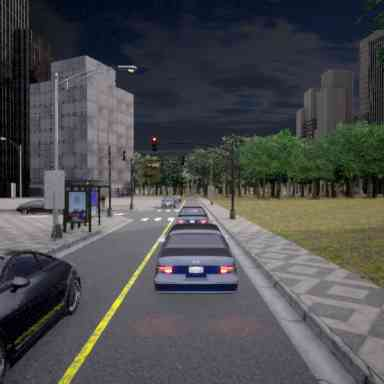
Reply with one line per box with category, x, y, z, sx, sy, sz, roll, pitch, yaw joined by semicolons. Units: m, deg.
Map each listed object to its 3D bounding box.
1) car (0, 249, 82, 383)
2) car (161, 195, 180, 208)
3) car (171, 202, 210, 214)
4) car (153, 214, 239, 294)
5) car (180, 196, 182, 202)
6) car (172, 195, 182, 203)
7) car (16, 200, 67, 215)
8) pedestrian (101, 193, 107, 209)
car;-3.107;1.563;4.732;1.994;1.385;4.181;0;0;0
car;-3.166;1.445;46.094;2.128;1.511;4.902;0;0;0
car;0.049;1.538;19.253;2.033;1.411;5.357;0;0;1
car;0.080;1.545;8.918;2.033;1.411;5.357;0;0;0
car;-3.173;1.440;57.835;1.837;1.490;4.892;0;0;0
car;-3.133;1.391;69.298;1.882;1.535;5.008;0;0;0
car;-14.397;1.477;31.991;4.674;1.442;1.812;0;1;2
pedestrian;-10.141;1.050;38.105;0.375;1.860;0.375;0;0;1
